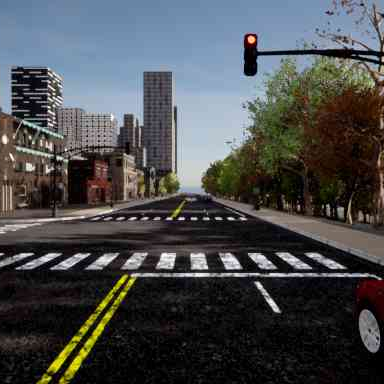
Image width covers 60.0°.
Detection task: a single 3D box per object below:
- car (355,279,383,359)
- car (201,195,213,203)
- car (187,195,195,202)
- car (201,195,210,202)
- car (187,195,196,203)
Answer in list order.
[{"bbox_3d":[3.343,1.477,2.940,1.882,1.535,5.008,0,0,0],"label":"car"},{"bbox_3d":[3.196,1.522,65.807,2.033,1.411,5.357,0,0,0],"label":"car"},{"bbox_3d":[-0.178,1.468,77.360,1.837,1.490,4.892,0,0,0],"label":"car"},{"bbox_3d":[3.076,1.469,76.301,1.837,1.490,4.892,0,0,0],"label":"car"},{"bbox_3d":[-0.055,1.575,67.321,1.895,1.301,4.718,0,0,0],"label":"car"}]
